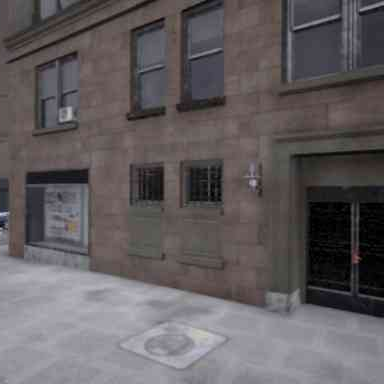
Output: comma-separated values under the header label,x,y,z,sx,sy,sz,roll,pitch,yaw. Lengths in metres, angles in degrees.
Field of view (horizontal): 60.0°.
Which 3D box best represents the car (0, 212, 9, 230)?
label,x,y,z,sx,sy,sz,roll,pitch,yaw
car,-11.302,1.678,22.805,1.882,1.535,5.008,0,-1,35
